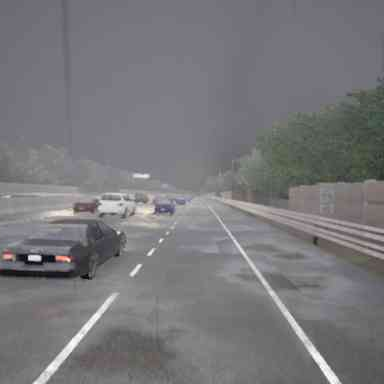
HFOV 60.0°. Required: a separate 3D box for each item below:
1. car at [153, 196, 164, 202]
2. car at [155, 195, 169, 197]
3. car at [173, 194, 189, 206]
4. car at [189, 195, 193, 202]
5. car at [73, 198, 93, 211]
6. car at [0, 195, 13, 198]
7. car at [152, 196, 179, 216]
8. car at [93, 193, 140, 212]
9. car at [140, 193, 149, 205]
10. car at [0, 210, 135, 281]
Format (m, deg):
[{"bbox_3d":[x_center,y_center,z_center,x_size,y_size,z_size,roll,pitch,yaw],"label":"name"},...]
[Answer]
[{"bbox_3d":[-8.627,1.693,85.500,2.033,1.411,5.357,2,0,1],"label":"car"},{"bbox_3d":[-5.674,1.435,58.150,2.097,1.767,4.553,2,0,1],"label":"car"},{"bbox_3d":[-2.109,1.686,61.510,1.882,1.535,5.008,2,0,1],"label":"car"},{"bbox_3d":[-1.548,1.944,89.562,1.994,1.385,4.181,2,0,1],"label":"car"},{"bbox_3d":[-9.764,1.316,31.974,1.882,1.535,5.008,2,0,1],"label":"car"},{"bbox_3d":[-20.263,1.027,34.642,2.128,1.511,4.902,2,0,2],"label":"car"},{"bbox_3d":[-2.709,1.537,34.330,1.882,1.535,5.008,2,0,1],"label":"car"},{"bbox_3d":[-6.337,1.148,28.522,2.150,2.045,5.566,2,0,1],"label":"car"},{"bbox_3d":[-9.129,1.211,60.046,2.150,2.045,5.566,2,0,1],"label":"car"},{"bbox_3d":[-3.334,1.487,9.688,2.033,1.411,5.357,2,0,2],"label":"car"}]
